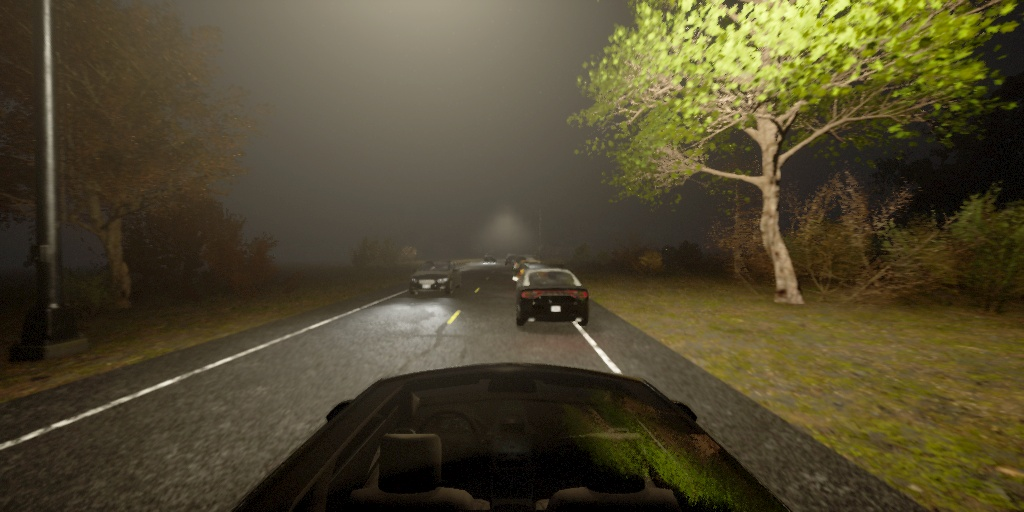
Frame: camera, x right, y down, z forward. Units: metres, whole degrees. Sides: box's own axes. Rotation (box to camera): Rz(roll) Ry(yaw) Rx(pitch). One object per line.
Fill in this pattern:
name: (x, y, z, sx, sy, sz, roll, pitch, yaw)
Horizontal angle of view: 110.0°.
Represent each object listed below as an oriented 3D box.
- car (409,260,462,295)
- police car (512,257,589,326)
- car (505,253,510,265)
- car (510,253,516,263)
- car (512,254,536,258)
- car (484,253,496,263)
car: (-3.590, 0.977, 17.502, 2.128, 1.511, 4.902, 0, 1, 0)
police car: (1.051, 1.017, 11.172, 1.930, 1.638, 5.238, 0, 1, 0)
car: (0.027, 0.484, 48.702, 1.812, 1.442, 4.674, 0, 1, 1)
car: (1.052, 0.676, 27.031, 2.097, 1.767, 4.553, 0, 1, 0)
car: (1.052, 0.878, 21.253, 1.801, 1.575, 5.366, 0, 1, 0)
car: (-3.541, 0.287, 58.385, 2.128, 1.511, 4.902, 0, 1, 1)
